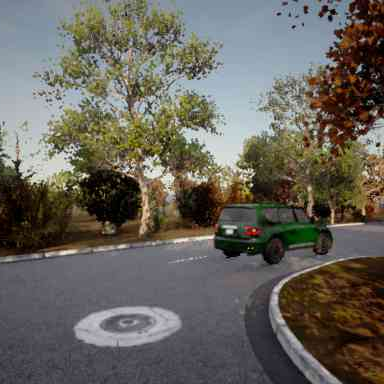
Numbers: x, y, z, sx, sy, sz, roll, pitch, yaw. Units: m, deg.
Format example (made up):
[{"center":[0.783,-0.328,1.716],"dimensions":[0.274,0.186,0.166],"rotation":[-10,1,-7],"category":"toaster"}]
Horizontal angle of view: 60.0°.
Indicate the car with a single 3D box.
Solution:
[{"center":[3.273,1.495,12.931],"dimensions":[5.566,2.045,2.150],"rotation":[2,-3,-41],"category":"car"}]
